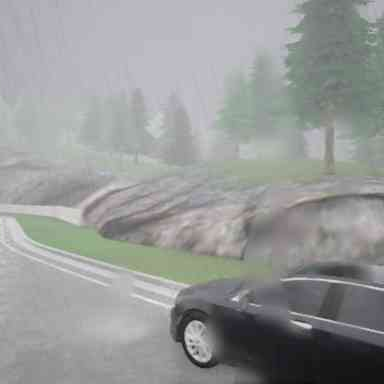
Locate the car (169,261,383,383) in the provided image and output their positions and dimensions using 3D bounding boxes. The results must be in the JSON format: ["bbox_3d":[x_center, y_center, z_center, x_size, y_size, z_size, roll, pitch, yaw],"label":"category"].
[{"bbox_3d":[1.771,1.635,4.109,4.892,1.490,1.837,0,-2,44],"label":"car"}]
